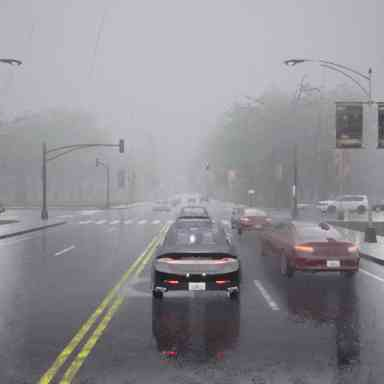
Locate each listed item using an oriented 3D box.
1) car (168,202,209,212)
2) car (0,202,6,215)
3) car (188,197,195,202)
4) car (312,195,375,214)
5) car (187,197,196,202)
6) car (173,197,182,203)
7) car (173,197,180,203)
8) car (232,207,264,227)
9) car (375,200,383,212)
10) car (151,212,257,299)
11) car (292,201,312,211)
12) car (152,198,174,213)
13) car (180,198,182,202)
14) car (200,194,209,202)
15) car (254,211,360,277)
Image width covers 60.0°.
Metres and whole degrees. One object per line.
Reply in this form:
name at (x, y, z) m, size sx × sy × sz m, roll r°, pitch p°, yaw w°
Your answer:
car at (0.077, 1.517, 17.851) m, size 2.128 × 1.511 × 4.902 m, roll 0°, pitch 0°, yaw 0°
car at (-20.182, 1.224, 30.508) m, size 5.566 × 2.045 × 2.150 m, roll 0°, pitch 0°, yaw -1°
car at (-0.127, 1.965, 92.940) m, size 1.994 × 1.385 × 4.181 m, roll 0°, pitch -1°, yaw 0°
car at (17.056, 1.399, 37.541) m, size 5.566 × 2.045 × 2.150 m, roll 0°, pitch 0°, yaw -1°
car at (-0.111, 1.893, 82.487) m, size 1.882 × 1.535 × 5.008 m, roll 0°, pitch -1°, yaw 0°
car at (-3.356, 1.914, 78.405) m, size 2.033 × 1.411 × 5.357 m, roll 0°, pitch -1°, yaw 0°
car at (-3.417, 1.654, 52.620) m, size 2.128 × 1.511 × 4.902 m, roll 0°, pitch 0°, yaw 0°
car at (3.335, 1.555, 18.970) m, size 1.812 × 1.442 × 4.674 m, roll 0°, pitch 0°, yaw 1°
car at (23.943, 1.695, 40.849) m, size 5.008 × 1.535 × 1.882 m, roll 0°, pitch 0°, yaw 0°
car at (0.088, 1.496, 8.444) m, size 2.128 × 1.511 × 4.902 m, roll 0°, pitch 0°, yaw 0°
car at (14.811, 1.772, 40.764) m, size 4.718 × 1.301 × 1.895 m, roll 0°, pitch 0°, yaw 0°
car at (-3.396, 1.676, 37.799) m, size 1.895 × 1.301 × 4.718 m, roll 0°, pitch 0°, yaw 0°
car at (-3.357, 1.830, 67.770) m, size 1.994 × 1.385 × 4.181 m, roll 0°, pitch -1°, yaw 0°
car at (3.138, 1.642, 82.558) m, size 2.150 × 2.045 × 5.566 m, roll 0°, pitch -1°, yaw 0°
car at (3.332, 1.533, 10.162) m, size 1.812 × 1.442 × 4.674 m, roll 0°, pitch 0°, yaw 0°
